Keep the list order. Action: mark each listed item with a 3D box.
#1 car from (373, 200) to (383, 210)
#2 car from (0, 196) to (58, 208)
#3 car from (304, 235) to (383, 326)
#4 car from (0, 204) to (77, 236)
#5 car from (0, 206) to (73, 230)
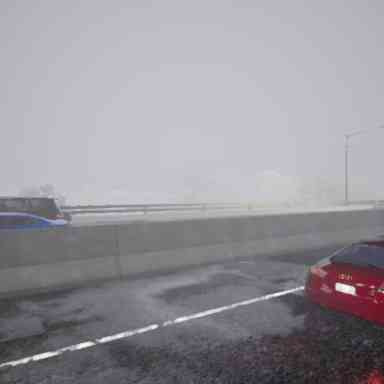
[{"bbox_3d":[25.146,1.702,42.638,4.674,1.442,1.812,0,0,-34],"label":"car"},{"bbox_3d":[-8.731,1.224,14.953,5.566,2.045,2.150,0,0,-35],"label":"car"},{"bbox_3d":[4.194,1.588,6.705,4.181,1.385,1.994,0,0,-35],"label":"car"},{"bbox_3d":[-9.322,1.499,18.822,4.902,1.511,2.128,0,0,-35],"label":"car"},{"bbox_3d":[-7.001,1.480,11.887,5.008,1.535,1.882,0,0,-35],"label":"car"}]
